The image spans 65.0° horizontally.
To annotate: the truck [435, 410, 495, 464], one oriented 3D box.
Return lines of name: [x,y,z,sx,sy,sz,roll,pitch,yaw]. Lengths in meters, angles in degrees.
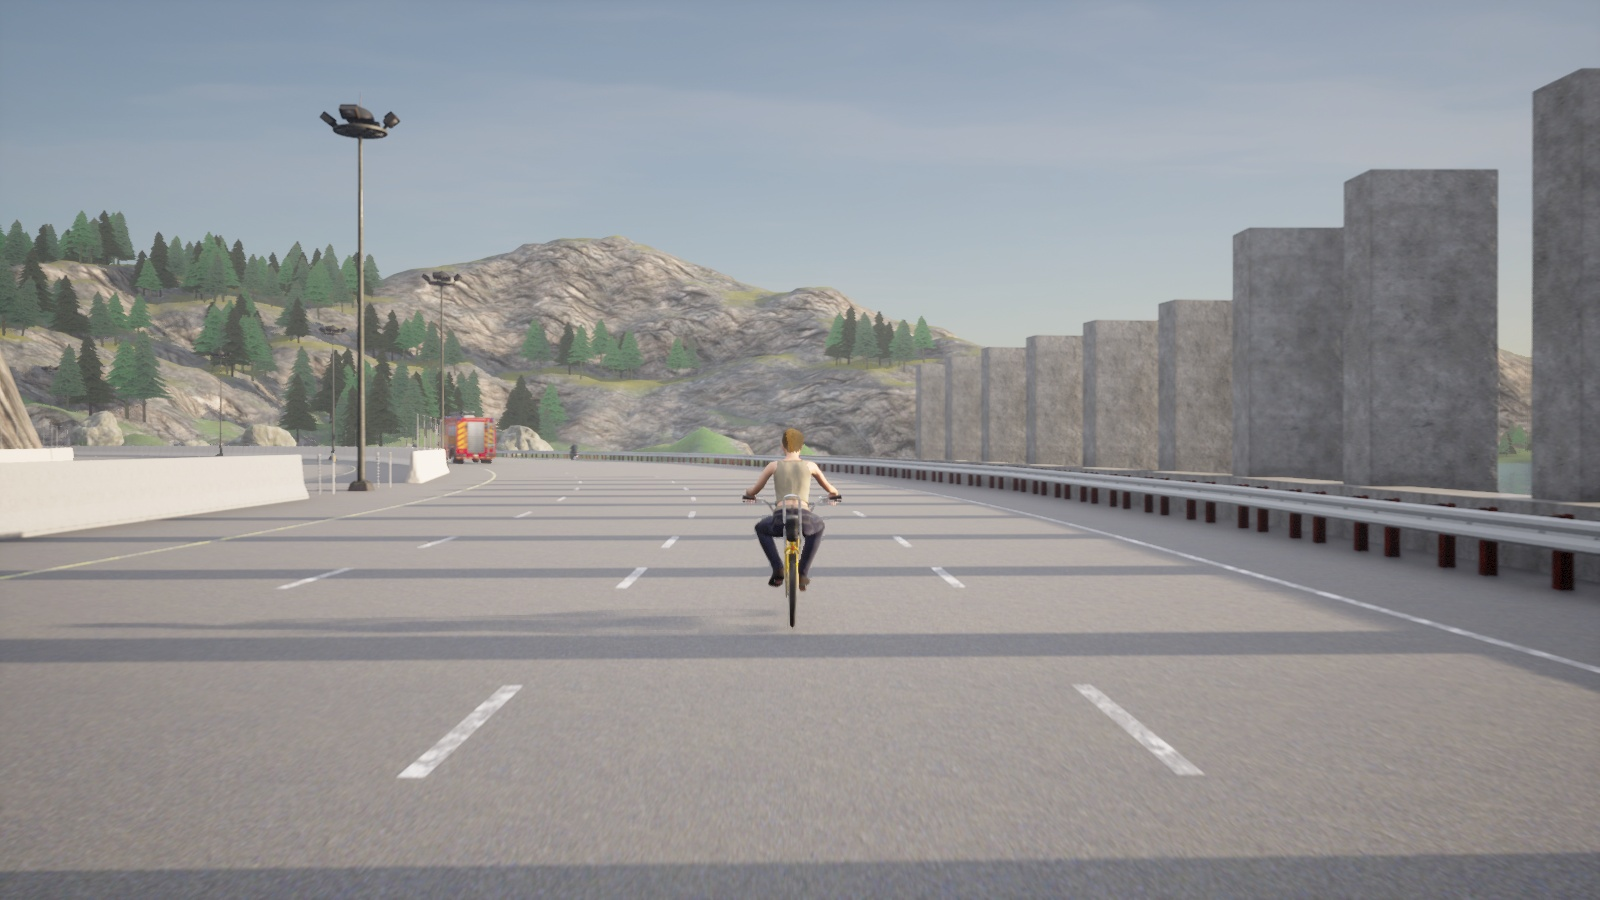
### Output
truck: [-25.286,-0.963,94.525,2.891,3.827,8.468,0,0,-25]

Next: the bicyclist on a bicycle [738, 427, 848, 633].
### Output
bicyclist on a bicycle: [-0.065,0.624,10.609,0.866,1.612,1.509,0,0,-1]
